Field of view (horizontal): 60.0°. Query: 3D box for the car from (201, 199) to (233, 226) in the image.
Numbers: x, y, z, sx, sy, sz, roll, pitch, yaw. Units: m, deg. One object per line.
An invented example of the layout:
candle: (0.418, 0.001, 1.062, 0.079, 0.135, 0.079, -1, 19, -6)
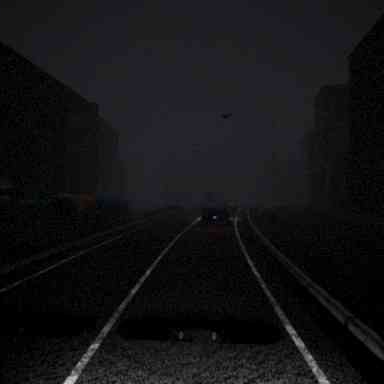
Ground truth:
car: (1.779, 1.474, 23.750, 1.882, 1.535, 5.008, 0, 0, 7)

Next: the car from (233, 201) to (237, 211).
car: (4.424, 1.565, 41.315, 1.812, 1.442, 4.674, 0, -1, 9)
